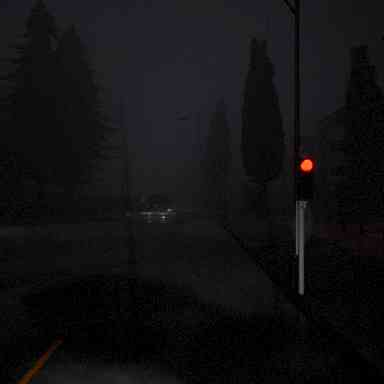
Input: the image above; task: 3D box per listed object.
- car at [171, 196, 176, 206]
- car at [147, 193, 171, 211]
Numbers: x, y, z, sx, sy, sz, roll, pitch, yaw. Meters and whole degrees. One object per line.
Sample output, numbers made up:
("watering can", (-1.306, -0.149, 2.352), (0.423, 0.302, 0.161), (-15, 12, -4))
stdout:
("car", (-4.168, 1.221, 51.547), (2.150, 2.045, 5.566), (0, 0, 0))
("car", (-4.166, 1.221, 40.843), (2.150, 2.045, 5.566), (0, 0, 0))
